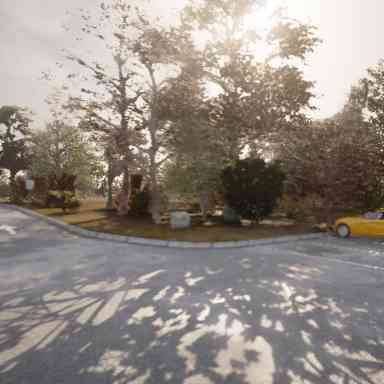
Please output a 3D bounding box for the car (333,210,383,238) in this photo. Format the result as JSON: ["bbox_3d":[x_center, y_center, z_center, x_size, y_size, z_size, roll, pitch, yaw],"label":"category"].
[{"bbox_3d":[9.626,1.635,16.682,2.097,1.535,5.008,1,0,-36],"label":"car"}]
